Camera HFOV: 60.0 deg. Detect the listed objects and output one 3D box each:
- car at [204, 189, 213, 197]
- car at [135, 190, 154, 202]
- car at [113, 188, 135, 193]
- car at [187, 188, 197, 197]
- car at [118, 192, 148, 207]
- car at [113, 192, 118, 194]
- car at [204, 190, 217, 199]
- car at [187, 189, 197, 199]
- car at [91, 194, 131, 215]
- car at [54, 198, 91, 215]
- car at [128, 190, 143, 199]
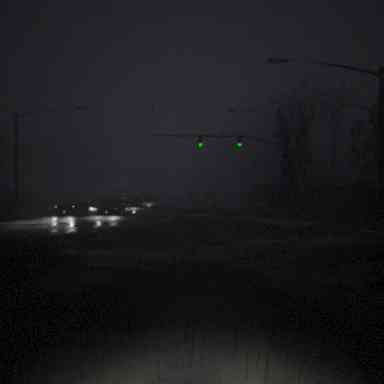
[{"bbox_3d":[3.493,0.197,71.873,1.812,1.442,4.674,0,2,0],"label":"car"},{"bbox_3d":[-7.031,0.708,50.778,1.882,1.535,5.008,0,1,1],"label":"car"},{"bbox_3d":[-10.530,0.459,50.412,2.150,2.045,5.566,0,1,0],"label":"car"},{"bbox_3d":[-0.007,0.026,71.838,2.097,1.767,4.553,0,2,0],"label":"car"},{"bbox_3d":[-7.089,1.023,40.165,2.033,1.411,5.357,0,1,1],"label":"car"},{"bbox_3d":[-10.588,1.048,39.645,1.994,1.385,4.181,0,1,0],"label":"car"},{"bbox_3d":[3.494,0.548,61.744,1.895,1.301,4.718,0,2,0],"label":"car"},{"bbox_3d":[-0.005,0.503,61.347,2.033,1.411,5.357,0,2,0],"label":"car"},{"bbox_3d":[-7.133,1.211,30.011,2.033,1.411,5.357,0,1,-2],"label":"car"},{"bbox_3d":[-10.604,1.269,29.821,1.895,1.301,4.718,0,1,0],"label":"car"},{"bbox_3d":[-10.510,0.415,61.729,1.882,1.535,5.008,0,1,0],"label":"car"}]
